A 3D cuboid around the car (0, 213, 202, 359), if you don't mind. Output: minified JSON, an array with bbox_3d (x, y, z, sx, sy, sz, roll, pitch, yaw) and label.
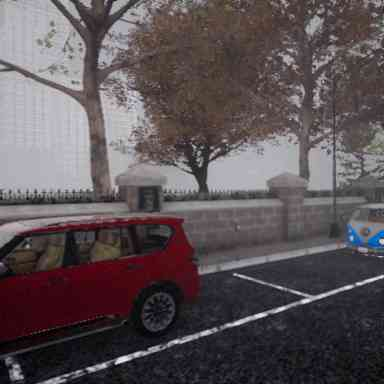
[{"bbox_3d":[-2.148,1.308,5.026,5.009,1.841,2.192,0,0,-35],"label":"car"}]

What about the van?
[{"bbox_3d":[7.022,1.262,11.561,3.998,1.788,1.690,0,0,-35],"label":"van"}]
